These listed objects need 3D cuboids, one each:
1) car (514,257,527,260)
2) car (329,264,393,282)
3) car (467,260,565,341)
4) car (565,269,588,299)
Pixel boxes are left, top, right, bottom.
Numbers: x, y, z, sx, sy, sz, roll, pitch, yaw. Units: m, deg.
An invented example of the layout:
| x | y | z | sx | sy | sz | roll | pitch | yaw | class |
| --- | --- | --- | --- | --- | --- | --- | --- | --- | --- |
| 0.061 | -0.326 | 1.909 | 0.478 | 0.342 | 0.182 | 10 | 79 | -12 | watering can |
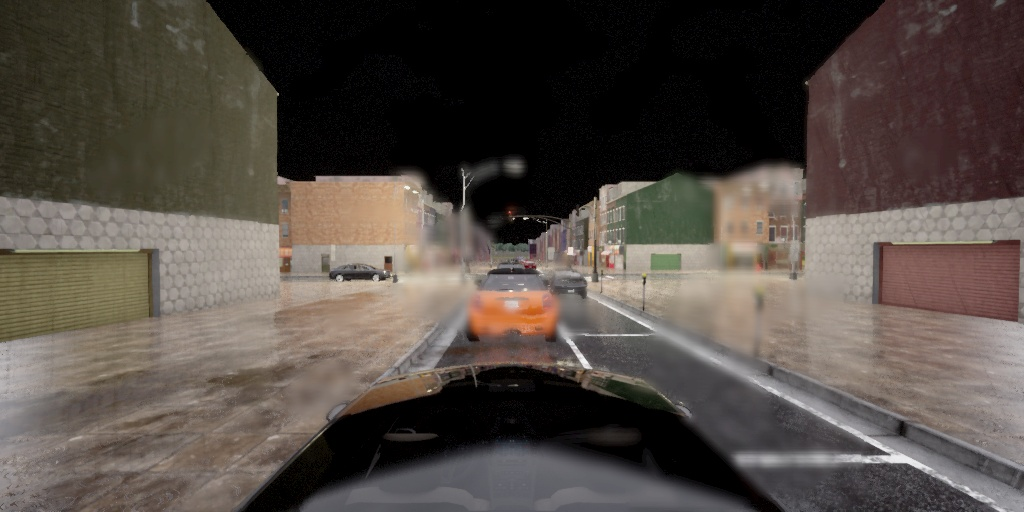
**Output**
| x | y | z | sx | sy | sz | roll | pitch | yaw | class |
| --- | --- | --- | --- | --- | --- | --- | --- | --- | --- |
| -0.064 | 1.099 | 19.864 | 2.097 | 1.767 | 4.553 | 0 | 0 | 0 | car |
| -12.336 | 1.366 | 29.420 | 4.892 | 1.490 | 1.837 | 0 | 1 | -2 | car |
| 0.037 | 1.100 | 9.973 | 2.097 | 1.767 | 4.553 | 0 | 0 | 0 | car |
| 2.581 | 1.297 | 17.546 | 2.007 | 1.370 | 4.403 | 0 | 0 | 0 | car |
